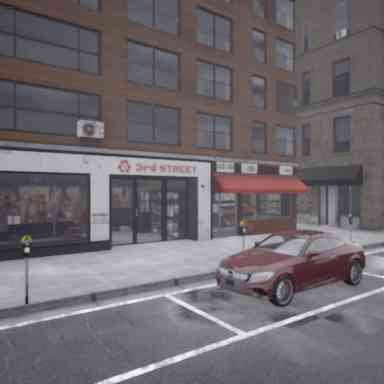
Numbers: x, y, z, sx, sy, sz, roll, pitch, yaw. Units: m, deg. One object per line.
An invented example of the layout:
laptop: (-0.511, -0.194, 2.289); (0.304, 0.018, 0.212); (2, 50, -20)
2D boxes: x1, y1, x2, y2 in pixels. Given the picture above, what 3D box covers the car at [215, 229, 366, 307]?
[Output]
car: (2.476, 1.579, 7.881); (4.206, 1.307, 1.802); (0, 0, -35)
